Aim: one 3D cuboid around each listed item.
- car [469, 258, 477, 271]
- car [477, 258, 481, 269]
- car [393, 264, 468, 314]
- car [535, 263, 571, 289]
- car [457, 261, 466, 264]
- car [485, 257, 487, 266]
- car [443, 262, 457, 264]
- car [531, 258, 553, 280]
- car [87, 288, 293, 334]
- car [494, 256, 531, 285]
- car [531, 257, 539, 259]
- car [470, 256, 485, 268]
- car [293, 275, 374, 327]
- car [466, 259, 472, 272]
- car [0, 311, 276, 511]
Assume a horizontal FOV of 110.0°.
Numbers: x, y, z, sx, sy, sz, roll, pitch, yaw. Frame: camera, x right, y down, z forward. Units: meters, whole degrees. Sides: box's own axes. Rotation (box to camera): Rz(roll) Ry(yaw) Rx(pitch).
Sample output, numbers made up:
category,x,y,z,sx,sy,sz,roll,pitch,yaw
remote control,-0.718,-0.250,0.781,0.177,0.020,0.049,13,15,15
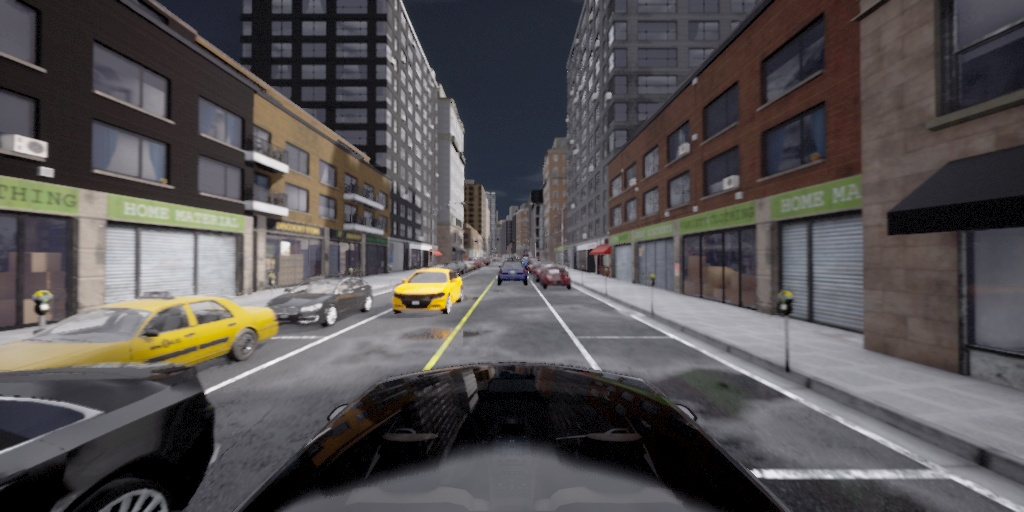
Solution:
category,x,y,z,sx,sy,sz,roll,pitch,yaw
car,-5.854,1.264,44.757,1.751,1.417,4.829,0,0,0
car,-5.851,1.317,50.513,1.802,1.307,4.207,0,0,0
car,-3.076,1.228,13.950,1.882,1.535,5.008,0,0,0
car,2.674,1.330,22.581,1.802,1.307,4.207,0,0,0
car,-5.859,1.310,33.755,1.948,1.339,4.313,0,0,0
car,-5.845,1.251,61.515,1.751,1.417,4.829,0,0,0
car,-5.862,1.297,28.169,2.007,1.370,4.403,0,0,0
car,2.676,1.186,28.167,1.967,1.591,4.097,0,0,0
car,-5.873,1.276,5.655,1.751,1.417,4.829,0,0,0
car,0.058,1.099,26.362,2.097,1.767,4.553,0,0,1
car,2.679,1.180,39.338,1.967,1.591,4.097,0,0,0
car,-5.848,1.045,56.099,2.192,1.841,5.009,0,0,0
car,-5.870,1.302,11.411,2.007,1.370,4.403,0,0,0
car,-5.856,1.307,39.341,1.948,1.339,4.313,0,0,0
car,-3.093,1.242,0.595,2.128,1.511,4.902,0,0,0
